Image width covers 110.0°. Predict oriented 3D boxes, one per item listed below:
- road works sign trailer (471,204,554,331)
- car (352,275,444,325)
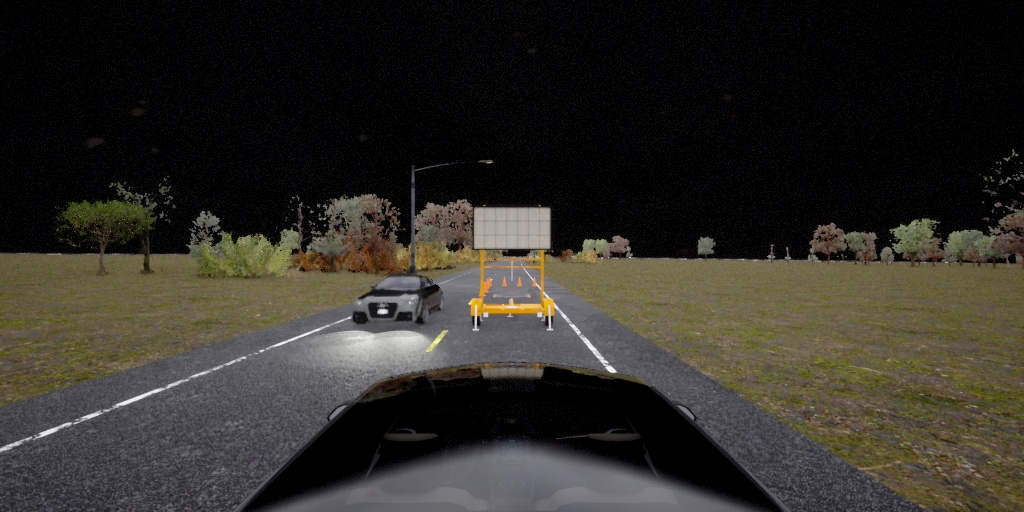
[{"bbox_3d":[0.004,0.218,11.028,2.380,3.560,2.880,0,0,-1],"label":"road works sign trailer"},{"bbox_3d":[-3.509,1.318,11.713,1.994,1.385,4.181,0,0,0],"label":"car"}]
